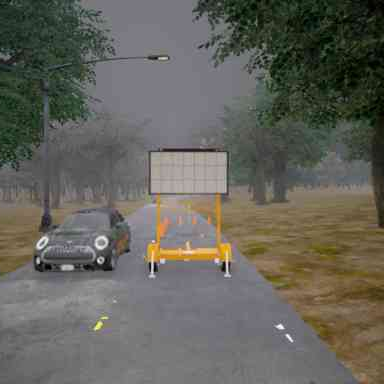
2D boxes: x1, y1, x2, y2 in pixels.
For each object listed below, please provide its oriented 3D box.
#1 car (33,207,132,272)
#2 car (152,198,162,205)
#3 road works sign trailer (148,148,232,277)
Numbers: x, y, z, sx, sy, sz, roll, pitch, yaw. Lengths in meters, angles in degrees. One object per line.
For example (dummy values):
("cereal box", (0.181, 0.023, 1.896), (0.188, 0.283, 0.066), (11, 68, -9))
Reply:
("car", (-3.277, 1.361, 10.828), (2.097, 1.767, 4.553), (0, 0, -2))
("car", (-6.963, 1.830, 66.317), (1.895, 1.301, 4.718), (0, 0, -5))
("road works sign trailer", (-0.099, 0.474, 10.234), (2.380, 3.560, 2.880), (0, 0, -2))
